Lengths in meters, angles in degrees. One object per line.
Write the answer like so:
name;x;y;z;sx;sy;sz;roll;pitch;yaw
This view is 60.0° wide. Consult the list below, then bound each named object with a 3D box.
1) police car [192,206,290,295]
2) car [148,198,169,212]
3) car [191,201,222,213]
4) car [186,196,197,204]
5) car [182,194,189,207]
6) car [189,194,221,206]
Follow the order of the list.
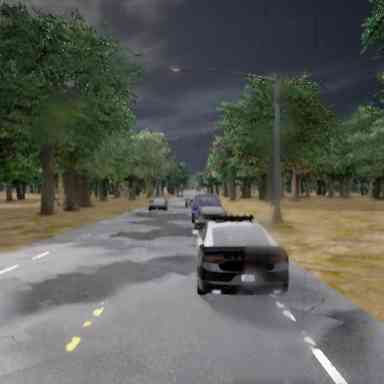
police car;1.047;1.403;8.803;1.930;1.638;5.238;0;0;0
car;-3.612;1.363;36.494;1.882;1.535;5.008;0;0;0
car;1.044;1.454;18.696;1.837;1.490;4.892;0;0;0
car;-0.021;1.383;60.622;1.895;1.301;4.718;0;0;0
car;0.014;1.340;46.150;2.128;1.511;4.902;0;0;0
car;1.041;1.153;24.728;2.150;2.045;5.566;0;0;0
